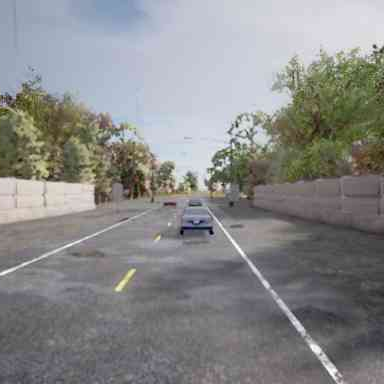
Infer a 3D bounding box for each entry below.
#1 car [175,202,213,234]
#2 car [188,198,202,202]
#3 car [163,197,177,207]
[{"bbox_3d":[0.254,1.547,19.225,2.033,1.411,5.357,0,0,0],"label":"car"},{"bbox_3d":[0.418,1.546,47.029,1.994,1.385,4.181,0,0,1],"label":"car"},{"bbox_3d":[-3.174,1.443,49.008,1.882,1.535,5.008,1,0,1],"label":"car"}]
